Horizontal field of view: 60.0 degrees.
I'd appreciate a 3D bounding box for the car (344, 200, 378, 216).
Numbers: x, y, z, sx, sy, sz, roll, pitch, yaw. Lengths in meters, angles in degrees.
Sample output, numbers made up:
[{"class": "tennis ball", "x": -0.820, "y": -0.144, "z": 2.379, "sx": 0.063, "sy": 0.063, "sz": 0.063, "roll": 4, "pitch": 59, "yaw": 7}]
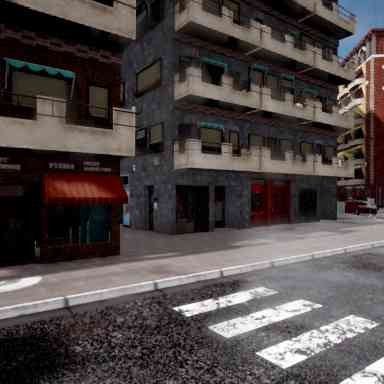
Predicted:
[{"class": "car", "x": 17.476, "y": 1.640, "z": 34.706, "sx": 1.882, "sy": 1.535, "sz": 5.008, "roll": 0, "pitch": 0, "yaw": 5}]
